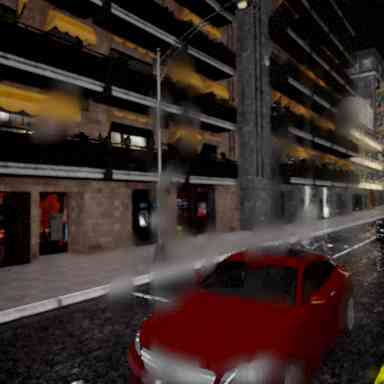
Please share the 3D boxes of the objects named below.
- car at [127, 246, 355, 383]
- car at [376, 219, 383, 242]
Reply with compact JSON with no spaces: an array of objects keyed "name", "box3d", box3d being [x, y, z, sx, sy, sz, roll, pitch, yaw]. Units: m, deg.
[{"name":"car","box3d":[1.151,1.638,5.029,1.812,1.442,4.674,-2,-1,36]},{"name":"car","box3d":[10.919,1.768,17.243,1.837,1.490,4.892,-2,-2,39]}]
